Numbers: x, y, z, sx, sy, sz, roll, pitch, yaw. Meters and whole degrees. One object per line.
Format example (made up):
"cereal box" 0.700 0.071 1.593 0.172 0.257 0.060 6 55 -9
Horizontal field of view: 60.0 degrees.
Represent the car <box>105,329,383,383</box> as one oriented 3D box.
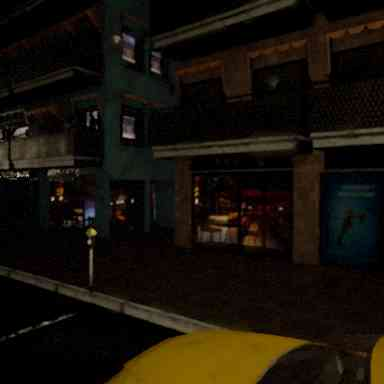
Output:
"car" 1.410 1.500 1.885 4.829 1.417 1.752 1 1 35
